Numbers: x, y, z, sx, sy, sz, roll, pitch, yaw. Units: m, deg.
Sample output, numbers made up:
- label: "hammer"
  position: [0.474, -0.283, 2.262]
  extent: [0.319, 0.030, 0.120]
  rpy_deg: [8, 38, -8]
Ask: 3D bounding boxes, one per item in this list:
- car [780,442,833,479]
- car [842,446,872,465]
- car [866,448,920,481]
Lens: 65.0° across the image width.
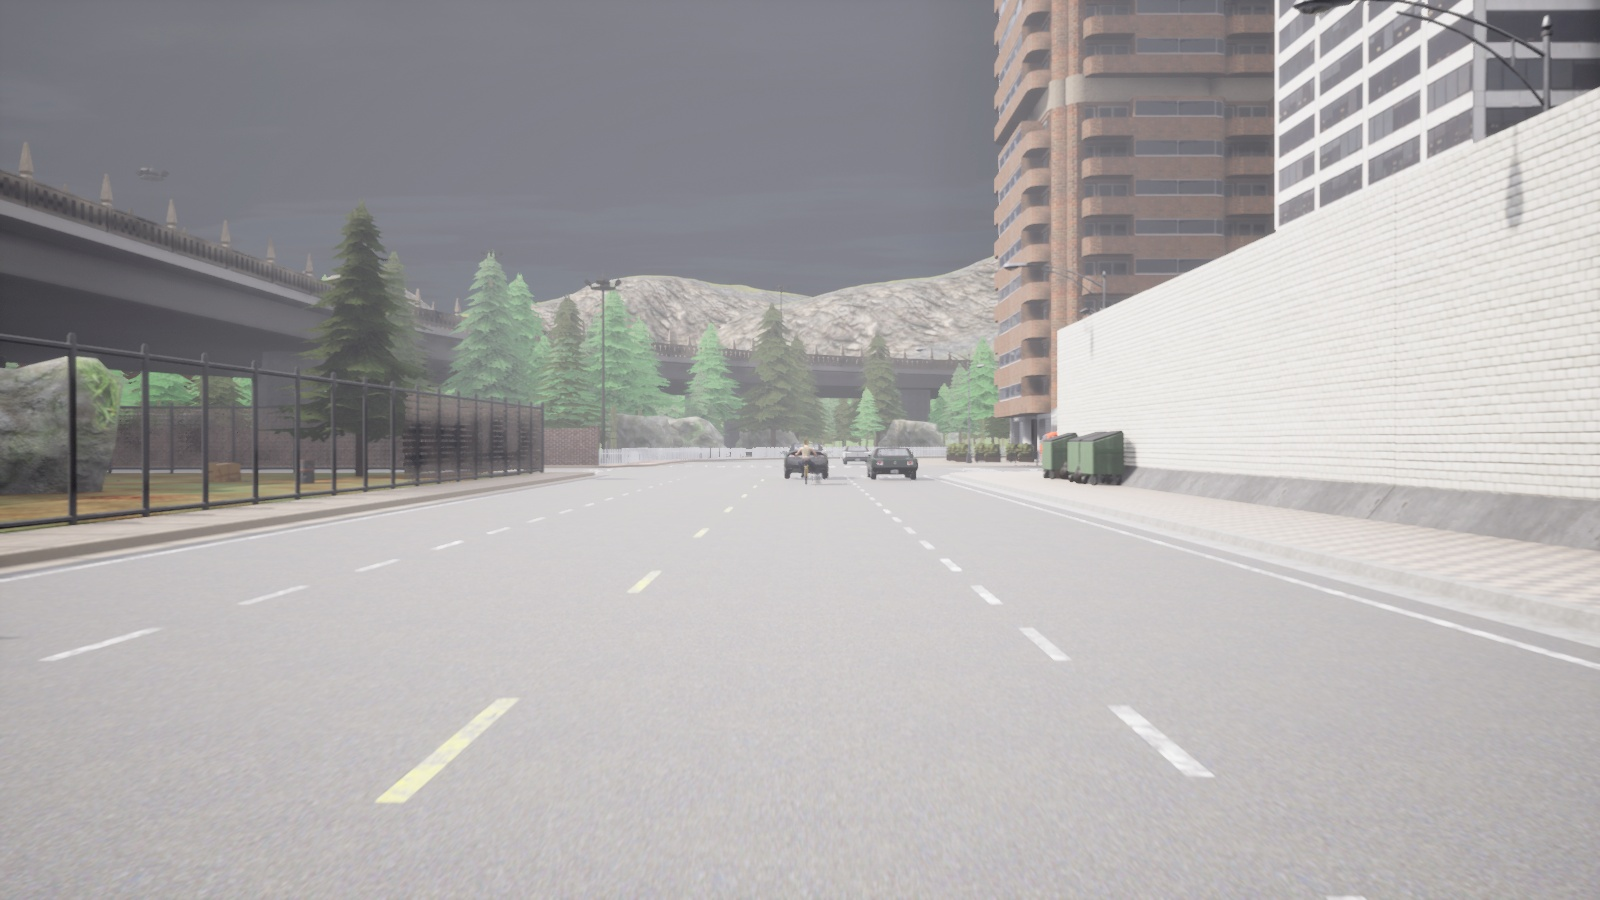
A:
- label: "car"
  position: [0.274, 0.403, 53.516]
  extent: [2.128, 1.511, 4.902]
  rpy_deg: [0, 0, 0]
- label: "car"
  position: [3.938, 0.358, 87.323]
  extent: [1.895, 1.301, 4.718]
  rpy_deg: [0, 0, 0]
- label: "car"
  position: [3.765, 0.559, 51.678]
  extent: [1.895, 1.301, 4.718]
  rpy_deg: [0, 0, 0]
